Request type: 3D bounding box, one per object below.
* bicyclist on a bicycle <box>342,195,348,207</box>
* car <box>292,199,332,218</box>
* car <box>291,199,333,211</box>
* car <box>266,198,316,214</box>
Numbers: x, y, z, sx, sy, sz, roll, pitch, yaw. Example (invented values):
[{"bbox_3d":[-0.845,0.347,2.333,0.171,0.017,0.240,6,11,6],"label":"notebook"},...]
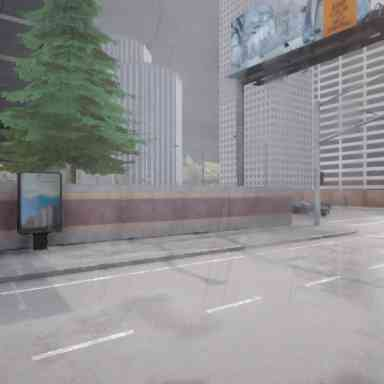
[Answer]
[{"bbox_3d":[21.307,1.301,46.345,1.656,1.620,0.582,0,0,-35],"label":"bicyclist on a bicycle"},{"bbox_3d":[10.241,1.478,30.850,1.882,1.535,5.008,0,0,-35],"label":"car"},{"bbox_3d":[15.182,1.601,42.281,1.895,1.301,4.718,0,0,-34],"label":"car"},{"bbox_3d":[10.713,1.491,36.242,2.128,1.511,4.902,0,0,-35],"label":"car"}]
